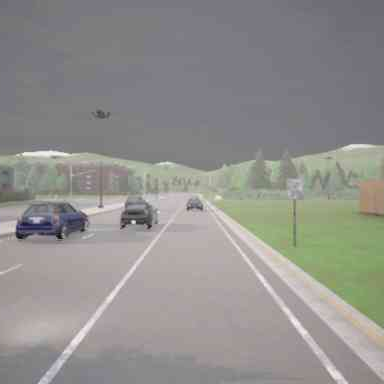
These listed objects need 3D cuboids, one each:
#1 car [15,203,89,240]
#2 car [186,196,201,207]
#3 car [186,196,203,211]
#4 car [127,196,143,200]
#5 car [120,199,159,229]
[{"bbox_3d":[-6.811,1.305,16.728,2.097,1.767,4.553,0,0,0],"label":"car"},{"bbox_3d":[0.272,1.366,50.886,2.128,1.511,4.902,0,0,0],"label":"car"},{"bbox_3d":[0.307,1.505,38.980,1.895,1.301,4.718,0,0,0],"label":"car"},{"bbox_3d":[-6.690,1.248,39.629,2.097,1.767,4.553,0,0,0],"label":"car"},{"bbox_3d":[-3.289,1.450,21.229,1.837,1.490,4.892,0,0,0],"label":"car"}]
